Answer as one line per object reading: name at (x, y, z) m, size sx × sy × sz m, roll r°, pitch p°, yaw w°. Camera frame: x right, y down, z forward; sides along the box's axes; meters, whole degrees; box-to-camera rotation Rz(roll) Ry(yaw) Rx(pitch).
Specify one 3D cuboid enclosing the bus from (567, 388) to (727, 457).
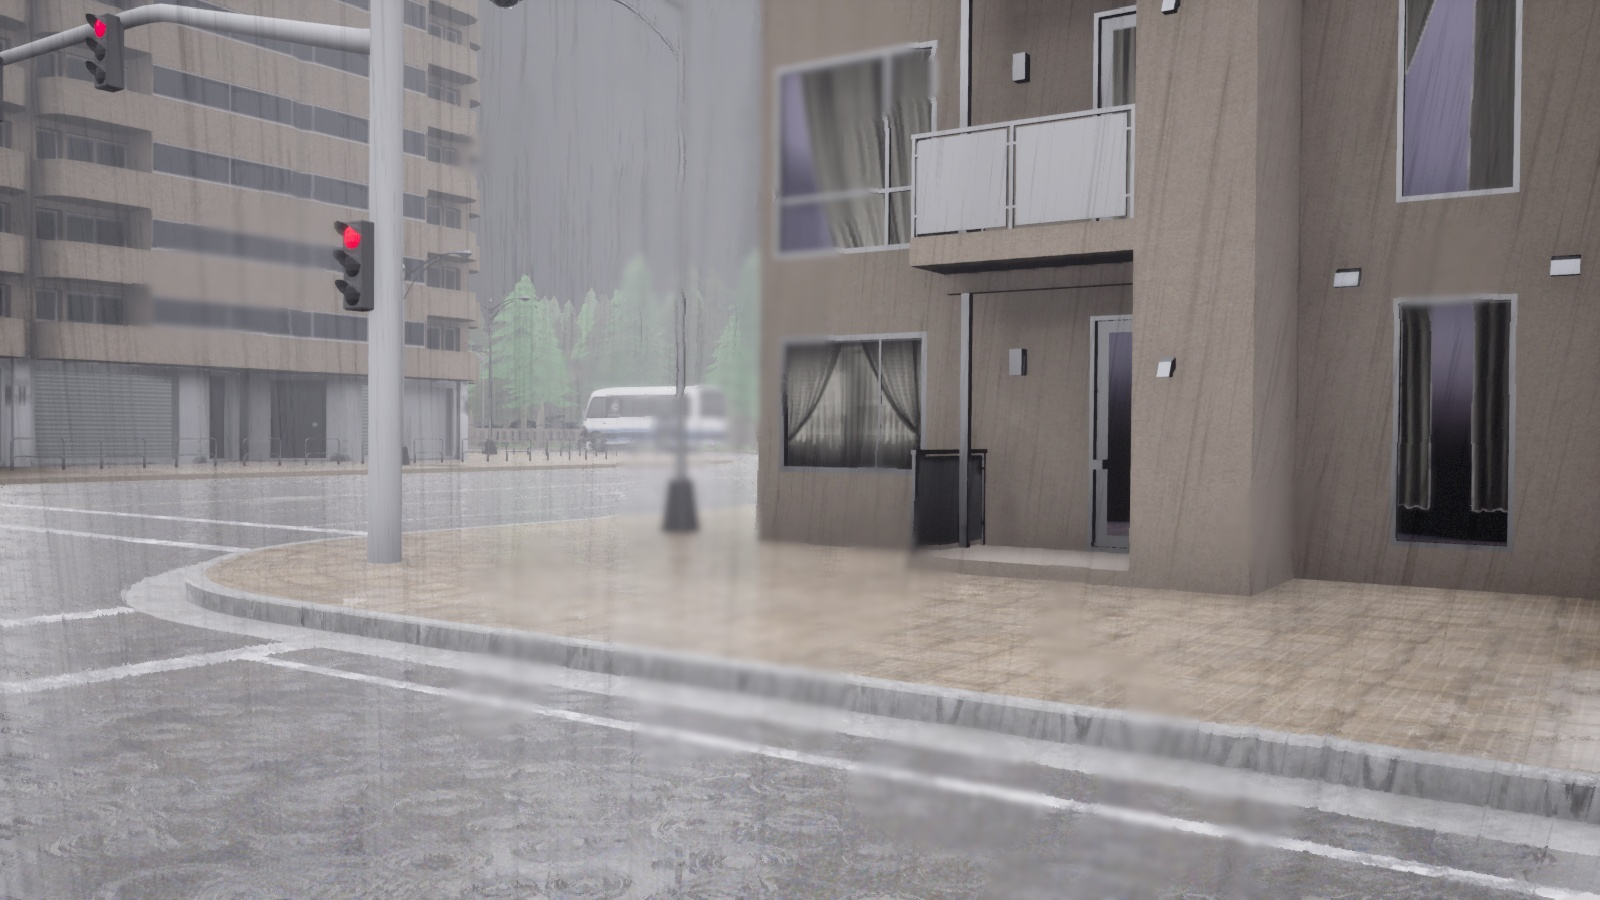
bus at (-10.089, -1.730, 82.093) m, size 10.273 × 4.253 × 3.944 m, roll 0°, pitch 1°, yaw 34°
